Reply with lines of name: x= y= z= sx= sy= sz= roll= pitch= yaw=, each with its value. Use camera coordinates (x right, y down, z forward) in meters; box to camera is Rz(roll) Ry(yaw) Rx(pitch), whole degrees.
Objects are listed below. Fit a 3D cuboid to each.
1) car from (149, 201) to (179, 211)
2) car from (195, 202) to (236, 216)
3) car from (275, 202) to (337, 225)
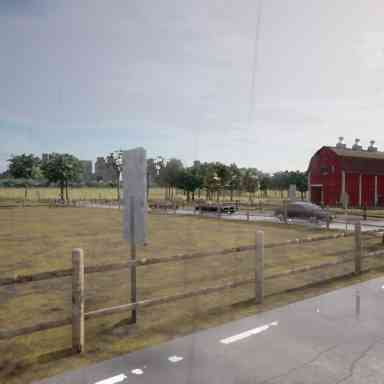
car: x=-3.617 y=1.762 z=42.847 sx=1.895 sy=1.301 sz=4.718 roll=-1 pitch=0 yaw=-35
car: x=2.373 y=1.698 z=34.363 sx=1.895 sy=1.301 sz=4.718 roll=-1 pitch=0 yaw=-35
car: x=8.622 y=1.575 z=25.522 sx=1.837 sy=1.490 sz=4.892 roll=-1 pitch=0 yaw=-35
